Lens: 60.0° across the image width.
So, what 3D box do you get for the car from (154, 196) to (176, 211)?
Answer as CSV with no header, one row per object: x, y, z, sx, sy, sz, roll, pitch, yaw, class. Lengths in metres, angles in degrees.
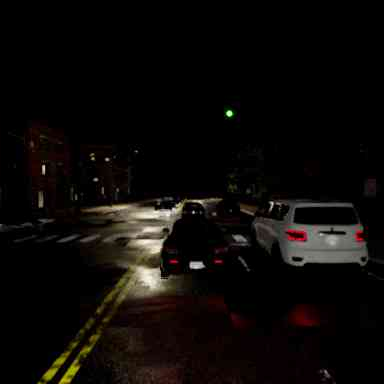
-3.365,1.537,40.259,1.994,1.385,4.181,0,0,0,car

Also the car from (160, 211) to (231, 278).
0.073,1.519,9.977,1.812,1.442,4.674,0,0,-1,car

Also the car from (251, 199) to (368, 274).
3.354,1.215,10.621,2.150,2.045,5.566,0,0,0,car

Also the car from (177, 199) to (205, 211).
0.104,1.529,26.611,2.033,1.411,5.357,0,0,0,car

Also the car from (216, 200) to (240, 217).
3.347,1.456,31.301,1.882,1.535,5.008,0,0,0,car

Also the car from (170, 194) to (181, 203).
-3.361,1.311,68.622,2.097,1.767,4.553,0,0,0,car

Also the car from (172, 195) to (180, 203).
-3.379,1.460,49.039,2.128,1.511,4.902,0,0,0,car
